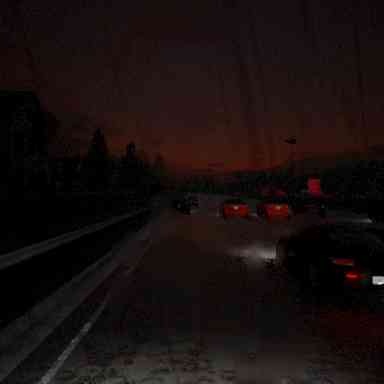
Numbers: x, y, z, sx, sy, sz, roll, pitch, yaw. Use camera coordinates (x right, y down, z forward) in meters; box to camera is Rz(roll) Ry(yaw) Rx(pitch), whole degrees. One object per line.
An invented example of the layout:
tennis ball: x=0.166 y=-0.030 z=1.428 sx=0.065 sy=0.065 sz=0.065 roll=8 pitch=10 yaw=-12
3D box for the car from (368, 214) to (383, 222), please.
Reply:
car: x=7.103 y=1.597 z=10.406 sx=1.895 sy=1.301 sz=4.718 roll=0 pitch=0 yaw=0

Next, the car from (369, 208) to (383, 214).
car: x=14.103 y=1.538 z=22.470 sx=2.033 sy=1.411 sz=5.357 roll=0 pitch=0 yaw=0

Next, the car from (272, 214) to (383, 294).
car: x=3.602 y=1.522 z=8.662 sx=1.812 sy=1.442 sz=4.674 roll=0 pitch=0 yaw=0

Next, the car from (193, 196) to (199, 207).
car: x=0.007 y=1.527 z=50.419 sx=2.033 sy=1.411 sz=5.357 roll=0 pitch=0 yaw=0

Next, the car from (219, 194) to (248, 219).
car: x=3.605 y=1.340 z=29.462 sx=2.097 sy=1.767 sz=4.553 roll=0 pitch=0 yaw=0

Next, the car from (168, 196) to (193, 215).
car: x=-1.221 y=1.337 z=33.696 sx=2.097 sy=1.767 sz=4.553 roll=0 pitch=0 yaw=0

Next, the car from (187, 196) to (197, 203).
car: x=0.009 y=1.539 z=67.336 sx=1.994 sy=1.385 sz=4.181 roll=0 pitch=0 yaw=0

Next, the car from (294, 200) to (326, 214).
car: x=10.604 y=1.479 z=30.578 sx=2.128 sy=1.511 sz=4.902 roll=0 pitch=0 yaw=0

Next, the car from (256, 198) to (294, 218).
car: x=7.105 y=1.340 z=29.521 sx=2.097 sy=1.767 sz=4.553 roll=0 pitch=0 yaw=0
